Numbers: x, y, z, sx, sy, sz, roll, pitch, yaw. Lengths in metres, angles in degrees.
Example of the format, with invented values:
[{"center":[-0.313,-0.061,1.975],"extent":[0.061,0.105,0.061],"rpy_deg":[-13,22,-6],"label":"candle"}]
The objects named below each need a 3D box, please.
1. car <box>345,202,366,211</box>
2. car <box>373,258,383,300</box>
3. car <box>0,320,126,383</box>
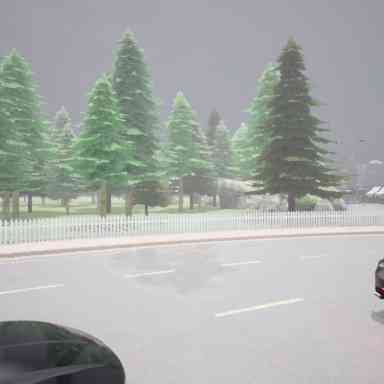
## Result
[{"center":[19.433,1.408,41.048],"extent":[2.097,1.767,4.553],"rpy_deg":[0,0,-4],"label":"car"},{"center":[5.605,1.492,6.112],"extent":[4.902,1.511,2.128],"rpy_deg":[0,0,-24],"label":"car"},{"center":[-2.740,1.478,1.608],"extent":[5.008,1.535,1.882],"rpy_deg":[0,0,-37],"label":"car"}]
